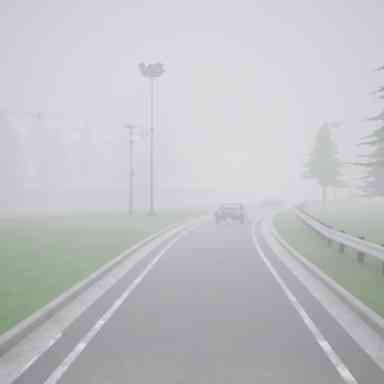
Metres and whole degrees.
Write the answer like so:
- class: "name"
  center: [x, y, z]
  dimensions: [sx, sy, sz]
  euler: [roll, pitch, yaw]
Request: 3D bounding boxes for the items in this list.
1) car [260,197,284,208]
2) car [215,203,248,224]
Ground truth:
- class: "car"
  center: [10.238, 1.295, 42.217]
  dimensions: [1.895, 1.301, 4.718]
  euler: [0, 0, 29]
- class: "car"
  center: [2.904, 1.427, 23.401]
  dimensions: [1.895, 1.301, 4.718]
  euler: [0, 0, 14]
